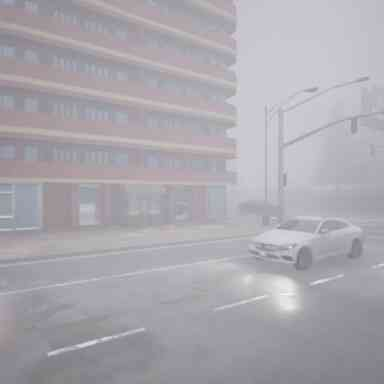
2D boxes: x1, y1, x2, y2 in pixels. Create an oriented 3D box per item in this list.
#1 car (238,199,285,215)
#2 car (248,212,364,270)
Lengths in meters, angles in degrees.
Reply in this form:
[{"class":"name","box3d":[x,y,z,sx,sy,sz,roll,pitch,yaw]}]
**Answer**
[{"class":"car","box3d":[6.669,1.478,32.182,1.882,1.535,5.008,0,0,-36]},{"class":"car","box3d":[3.971,1.526,11.141,4.674,1.442,1.812,0,0,-36]}]
